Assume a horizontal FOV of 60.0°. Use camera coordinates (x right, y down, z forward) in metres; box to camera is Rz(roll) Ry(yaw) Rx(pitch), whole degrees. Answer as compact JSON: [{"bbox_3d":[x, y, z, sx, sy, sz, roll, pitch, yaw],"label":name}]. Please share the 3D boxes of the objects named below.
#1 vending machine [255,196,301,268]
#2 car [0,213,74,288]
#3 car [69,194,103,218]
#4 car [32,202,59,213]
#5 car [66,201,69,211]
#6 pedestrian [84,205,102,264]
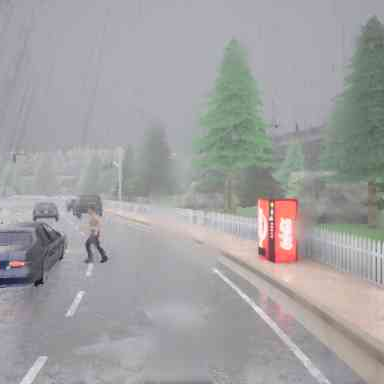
[{"bbox_3d":[2.660,1.195,10.386,1.100,2.100,0.880,0,0,-13],"label":"vending machine"},{"bbox_3d":[-4.748,1.548,9.203,2.033,1.411,5.357,0,0,-13],"label":"car"},{"bbox_3d":[-9.625,1.221,30.516,2.150,2.045,5.566,0,0,-25],"label":"car"},{"bbox_3d":[-11.815,1.546,26.843,2.033,1.411,5.357,0,0,-25],"label":"car"},{"bbox_3d":[-14.051,1.504,40.019,1.837,1.490,4.892,0,0,-24],"label":"car"},{"bbox_3d":[-3.063,1.294,10.325,0.375,1.860,0.375,0,0,-15],"label":"pedestrian"}]
